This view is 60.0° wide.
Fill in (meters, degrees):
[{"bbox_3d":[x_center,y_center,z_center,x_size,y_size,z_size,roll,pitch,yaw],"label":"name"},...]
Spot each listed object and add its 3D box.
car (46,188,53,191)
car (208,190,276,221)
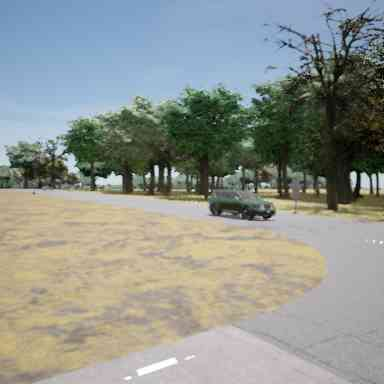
[{"bbox_3d":[-31.930,-0.719,73.363,1.895,1.301,4.718,0,1,-36],"label":"car"},{"bbox_3d":[3.518,0.876,24.469,2.150,2.045,5.566,0,2,-36],"label":"car"}]
